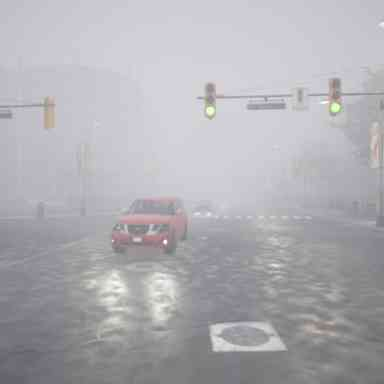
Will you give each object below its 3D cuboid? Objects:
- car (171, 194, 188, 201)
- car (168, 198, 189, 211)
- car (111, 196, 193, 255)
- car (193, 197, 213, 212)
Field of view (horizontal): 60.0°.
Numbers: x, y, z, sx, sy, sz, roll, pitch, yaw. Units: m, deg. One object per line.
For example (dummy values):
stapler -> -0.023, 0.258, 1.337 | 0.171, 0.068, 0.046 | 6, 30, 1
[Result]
car -> -2.813, 1.112, 73.916 | 2.128, 1.511, 4.902 | 0, 0, -25
car -> -1.647, 1.548, 42.340 | 1.994, 1.385, 4.181 | 0, 0, 7
car -> -1.489, 1.223, 13.787 | 2.150, 2.045, 5.566 | 0, 0, 7
car -> 1.479, 1.533, 38.131 | 2.033, 1.411, 5.357 | 0, 0, 7
